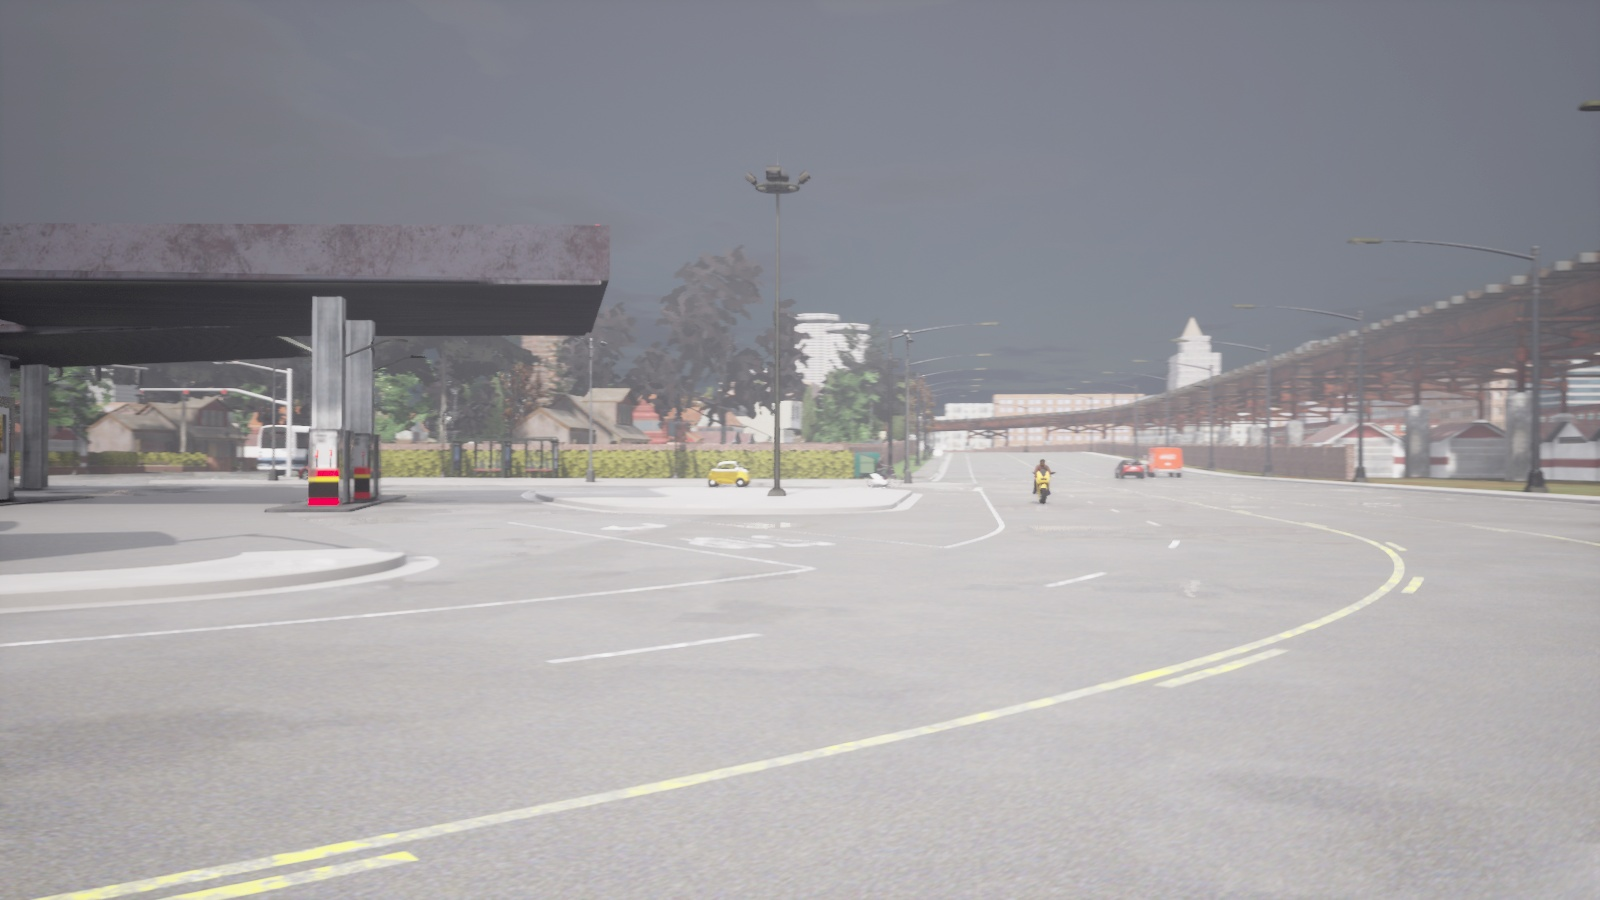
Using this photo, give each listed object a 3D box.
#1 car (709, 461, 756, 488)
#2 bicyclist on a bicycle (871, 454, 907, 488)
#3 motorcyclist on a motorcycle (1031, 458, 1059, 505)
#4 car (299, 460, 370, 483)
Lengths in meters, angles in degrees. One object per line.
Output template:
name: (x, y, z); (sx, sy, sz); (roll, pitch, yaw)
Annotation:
car: (-3.564, 1.301, 66.437); (2.207, 1.376, 1.481); (-1, 0, 7)
bicyclist on a bicycle: (4.630, 1.090, 65.382); (1.843, 1.776, 0.659); (0, 0, 7)
motorcyclist on a motorcycle: (8.141, 1.019, 41.802); (0.797, 1.523, 2.044); (0, 0, 8)
car: (-30.191, 1.384, 81.469); (3.806, 1.475, 1.970); (0, 0, 7)
